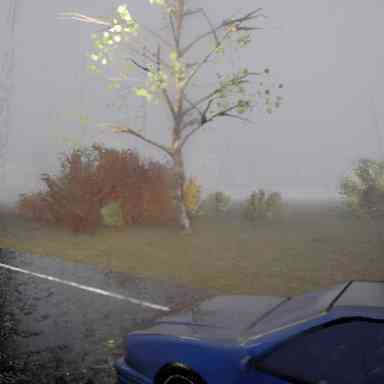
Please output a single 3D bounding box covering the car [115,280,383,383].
[{"bbox_3d":[1.787,1.549,2.729,5.357,1.411,2.033,0,0,36],"label":"car"}]
